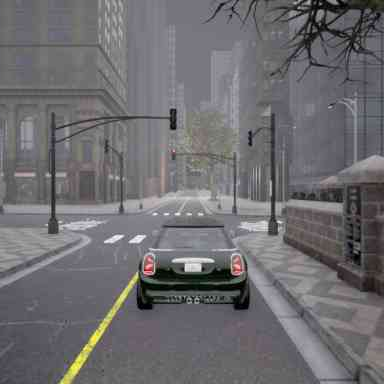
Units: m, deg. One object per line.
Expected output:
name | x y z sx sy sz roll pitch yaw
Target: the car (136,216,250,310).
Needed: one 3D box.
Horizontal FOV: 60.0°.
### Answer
car | 0.034 1.352 7.997 2.097 1.767 4.553 0 0 0
